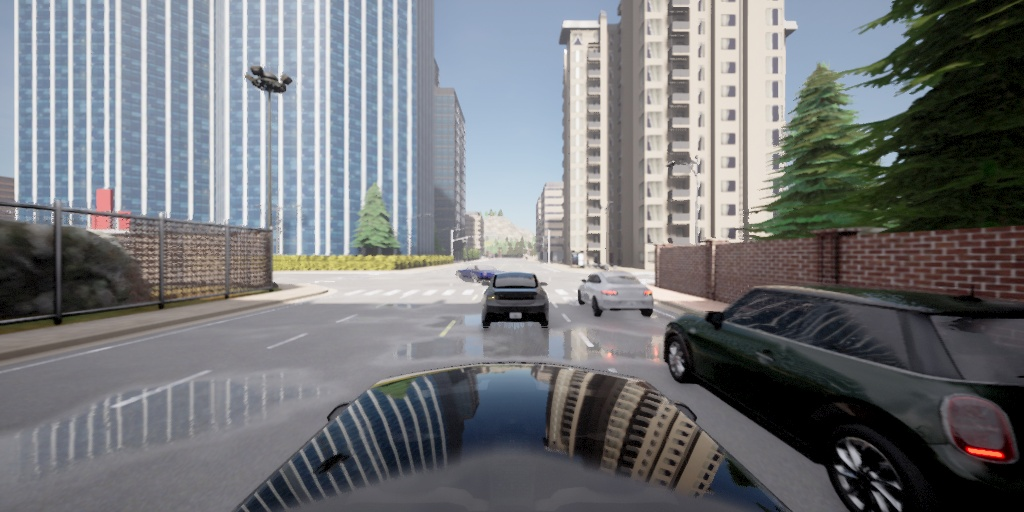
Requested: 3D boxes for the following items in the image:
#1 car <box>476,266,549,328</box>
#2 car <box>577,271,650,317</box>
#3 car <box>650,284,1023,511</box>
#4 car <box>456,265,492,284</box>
[{"bbox_3d":[0.090,1.244,11.406,1.837,1.490,4.892,0,0,0],"label":"car"},{"bbox_3d":[3.605,1.263,13.048,1.812,1.442,4.674,0,0,0],"label":"car"},{"bbox_3d":[3.595,1.099,4.222,2.097,1.767,4.553,0,0,0],"label":"car"},{"bbox_3d":[-2.501,1.284,26.643,1.895,1.301,4.718,0,0,-30],"label":"car"}]
